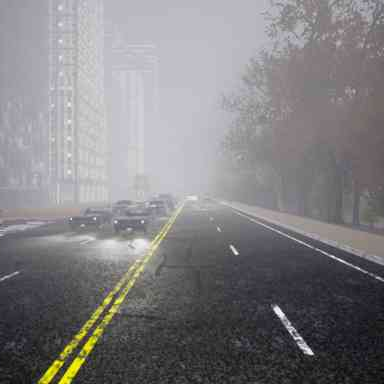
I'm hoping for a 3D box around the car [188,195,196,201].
[{"bbox_3d":[0.000,1.432,80.112,2.033,1.411,5.357,0,0,0],"label":"car"}]

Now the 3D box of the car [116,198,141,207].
[{"bbox_3d":[-6.601,1.510,32.678,1.837,1.490,4.892,0,0,0],"label":"car"}]

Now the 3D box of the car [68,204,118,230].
[{"bbox_3d":[-6.620,1.688,22.347,1.895,1.301,4.718,-1,0,0],"label":"car"}]

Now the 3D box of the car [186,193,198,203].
[{"bbox_3d":[0.000,1.226,69.749,2.150,2.045,5.566,0,0,0],"label":"car"}]

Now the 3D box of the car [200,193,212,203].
[{"bbox_3d":[3.249,1.526,69.718,2.128,1.511,4.902,0,0,0],"label":"car"}]

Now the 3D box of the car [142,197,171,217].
[{"bbox_3d":[-3.353,1.512,32.105,1.837,1.490,4.892,0,0,0],"label":"car"}]

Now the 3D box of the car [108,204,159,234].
[{"bbox_3d":[-3.367,1.676,20.006,1.895,1.301,4.718,-1,0,0],"label":"car"}]

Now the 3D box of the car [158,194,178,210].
[{"bbox_3d":[-3.350,1.222,42.238,2.150,2.045,5.566,0,0,0],"label":"car"}]

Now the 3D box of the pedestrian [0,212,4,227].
[{"bbox_3d":[-8.430,1.294,14.221,0.375,1.860,0.375,0,0,0],"label":"pedestrian"}]

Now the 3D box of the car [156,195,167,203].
[{"bbox_3d":[-6.501,1.498,70.501,1.837,1.490,4.892,0,0,0],"label":"car"}]

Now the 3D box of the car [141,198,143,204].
[{"bbox_3d":[-6.598,1.493,42.103,2.128,1.511,4.902,0,0,0],"label":"car"}]

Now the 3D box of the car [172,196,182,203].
[{"bbox_3d":[-3.251,1.544,71.444,1.994,1.385,4.181,0,0,0],"label":"car"}]

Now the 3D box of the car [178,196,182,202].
[{"bbox_3d":[-3.336,1.497,56.998,2.128,1.511,4.902,0,0,0],"label":"car"}]

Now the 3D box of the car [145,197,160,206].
[{"bbox_3d":[-6.595,1.531,55.969,1.812,1.442,4.674,0,0,1],"label":"car"}]
